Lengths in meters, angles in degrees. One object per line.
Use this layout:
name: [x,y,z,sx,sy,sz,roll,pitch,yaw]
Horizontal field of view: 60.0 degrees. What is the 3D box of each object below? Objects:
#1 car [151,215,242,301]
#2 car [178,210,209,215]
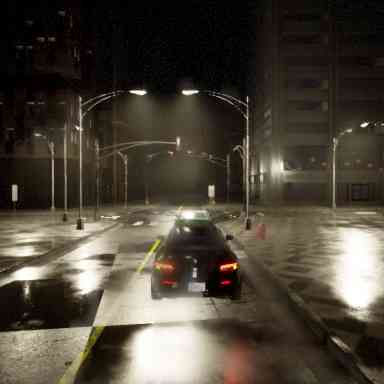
car: [0.085,1.523,8.210,1.812,1.442,4.674,0,0,0]
car: [0.074,1.593,17.235,1.895,1.301,4.718,0,0,0]
